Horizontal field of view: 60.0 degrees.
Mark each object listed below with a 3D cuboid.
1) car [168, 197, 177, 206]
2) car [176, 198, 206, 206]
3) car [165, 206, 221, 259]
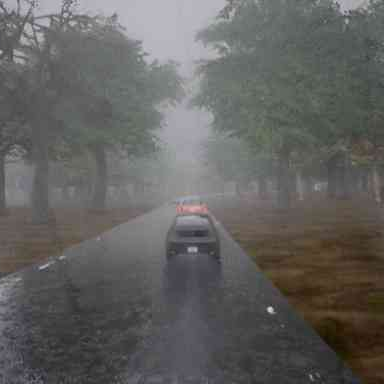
[{"bbox_3d":[-3.054,1.631,57.347,1.994,1.385,4.181,0,0,0],"label":"car"},{"bbox_3d":[0.047,1.398,27.504,2.097,1.767,4.553,0,0,1],"label":"car"},{"bbox_3d":[0.050,1.531,12.734,1.837,1.490,4.892,0,0,1],"label":"car"}]
